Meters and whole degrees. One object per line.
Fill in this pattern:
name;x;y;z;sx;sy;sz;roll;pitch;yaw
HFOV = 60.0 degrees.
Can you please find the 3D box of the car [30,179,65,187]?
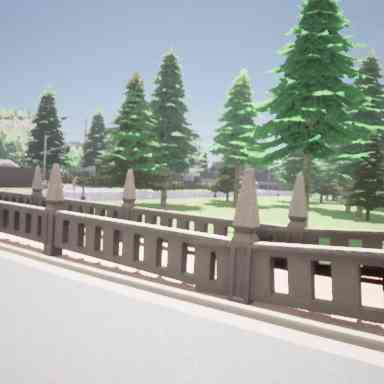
car;-19.503;-1.063;45.153;1.812;1.442;4.674;4;3;37
